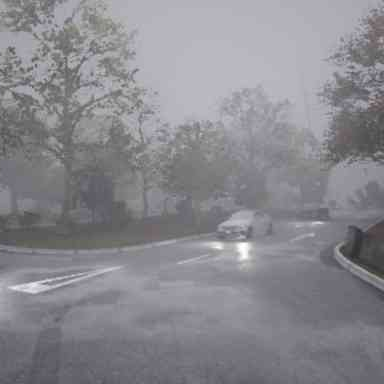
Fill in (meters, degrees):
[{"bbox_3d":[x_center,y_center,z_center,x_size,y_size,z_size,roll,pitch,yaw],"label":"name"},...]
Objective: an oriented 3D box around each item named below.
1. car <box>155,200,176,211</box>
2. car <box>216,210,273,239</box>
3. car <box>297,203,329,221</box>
[{"bbox_3d":[-4.644,2.519,63.092,5.566,2.045,2.150,-4,-4,42],"label":"car"},{"bbox_3d":[3.117,1.769,18.888,1.812,1.442,4.674,-4,-3,34],"label":"car"},{"bbox_3d":[11.042,1.782,30.202,1.837,1.490,4.892,-4,-3,35],"label":"car"}]
